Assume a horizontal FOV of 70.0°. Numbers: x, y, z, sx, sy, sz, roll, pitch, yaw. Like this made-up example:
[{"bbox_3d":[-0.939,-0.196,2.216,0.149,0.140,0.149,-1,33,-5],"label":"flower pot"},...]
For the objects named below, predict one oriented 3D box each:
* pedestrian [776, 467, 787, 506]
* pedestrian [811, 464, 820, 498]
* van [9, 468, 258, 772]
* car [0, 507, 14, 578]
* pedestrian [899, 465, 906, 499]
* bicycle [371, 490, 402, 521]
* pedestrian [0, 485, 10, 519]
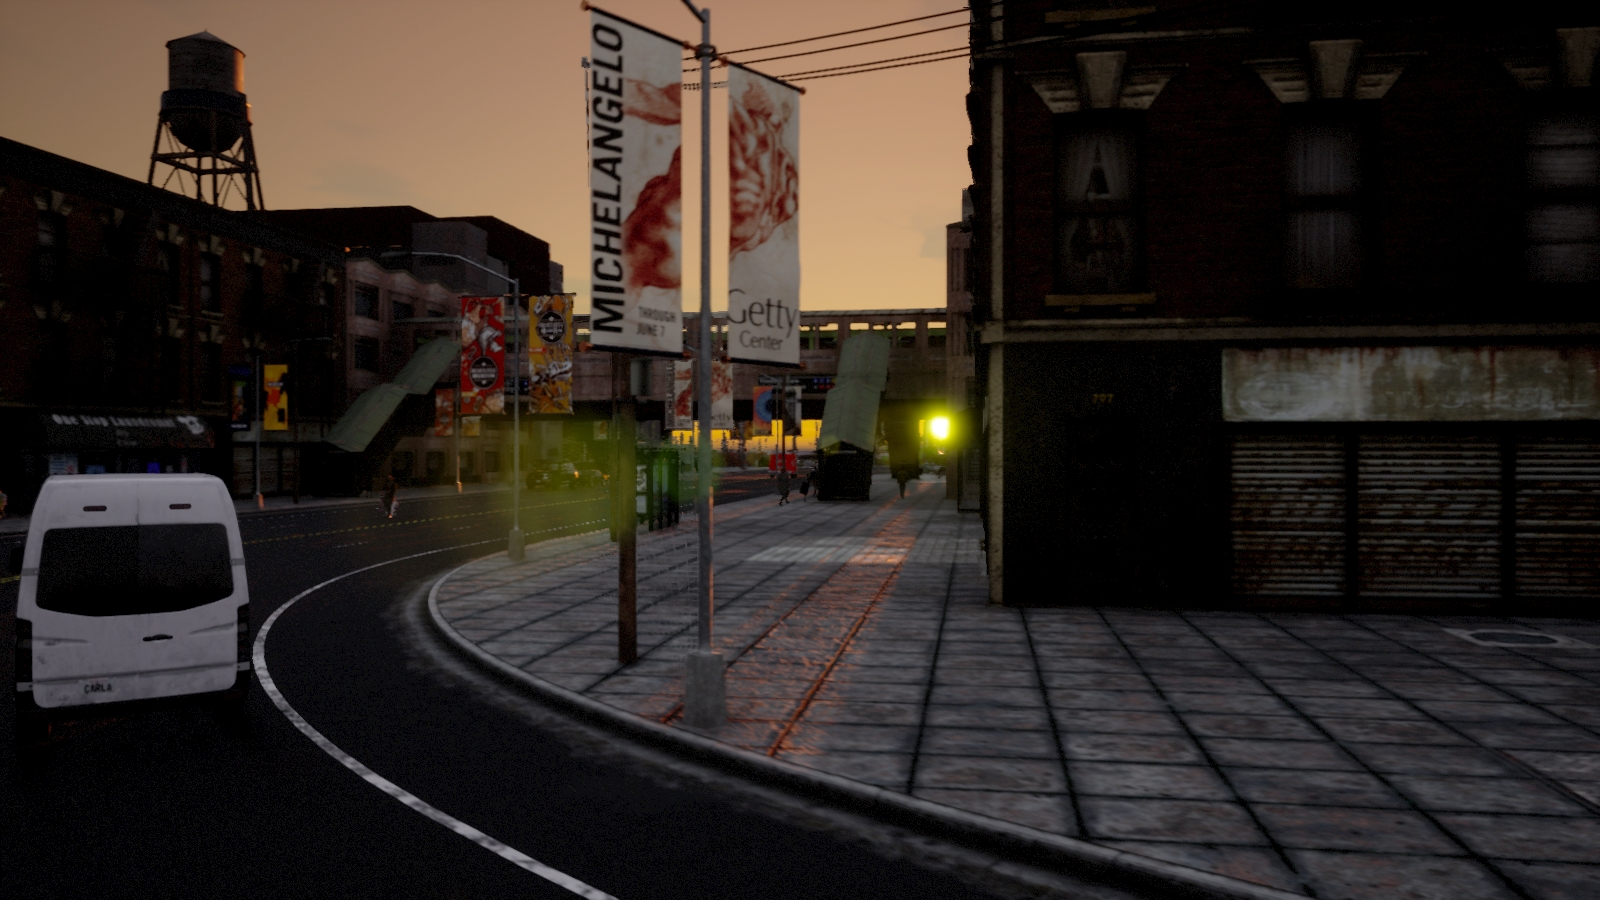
[{"bbox_3d":[-0.869,1.725,54.393,0.375,1.860,0.375,0,0,-26],"label":"pedestrian"},{"bbox_3d":[0.849,1.730,63.146,0.375,1.860,0.375,0,0,24],"label":"pedestrian"},{"bbox_3d":[-7.680,1.538,13.045,1.988,2.561,5.915,0,0,-32],"label":"van"},{"bbox_3d":[-18.252,2.039,22.885,2.097,1.535,5.006,0,0,-8],"label":"car"},{"bbox_3d":[5.616,1.732,62.563,0.375,1.860,0.375,0,0,2],"label":"pedestrian"},{"bbox_3d":[-16.726,2.228,46.243,0.329,1.171,1.835,0,0,9],"label":"bicycle"},{"bbox_3d":[-30.438,1.988,43.586,0.375,1.300,0.375,0,0,-9],"label":"pedestrian"}]
